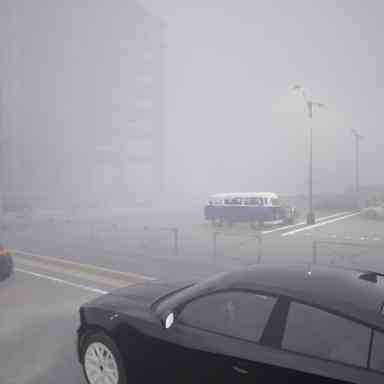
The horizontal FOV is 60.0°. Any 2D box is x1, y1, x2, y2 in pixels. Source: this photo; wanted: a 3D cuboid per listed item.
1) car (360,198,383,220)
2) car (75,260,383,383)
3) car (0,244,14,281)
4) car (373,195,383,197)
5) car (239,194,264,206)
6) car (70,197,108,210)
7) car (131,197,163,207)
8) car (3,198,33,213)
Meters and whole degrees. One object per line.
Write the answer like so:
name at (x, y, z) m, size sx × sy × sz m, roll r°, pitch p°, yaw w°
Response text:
car at (14.728, 1.395, 24.730) m, size 3.806 × 1.475 × 1.970 m, roll 0°, pitch 0°, yaw 36°
car at (0.865, 1.478, 3.378) m, size 5.008 × 1.535 × 1.882 m, roll 0°, pitch 0°, yaw 36°
car at (-6.456, 1.564, 8.588) m, size 4.181 × 1.385 × 1.994 m, roll 0°, pitch 0°, yaw 36°
car at (17.953, 1.153, 29.282) m, size 4.605 × 1.855 × 1.932 m, roll 0°, pitch 0°, yaw 36°
car at (11.436, 1.545, 63.581) m, size 1.895 × 1.301 × 4.718 m, roll 0°, pitch 0°, yaw 35°
car at (-12.906, 1.422, 41.759) m, size 1.882 × 1.535 × 5.008 m, roll 0°, pitch 0°, yaw 35°
car at (-6.741, 1.492, 50.415) m, size 2.033 × 1.411 × 5.357 m, roll 0°, pitch 0°, yaw 36°
car at (-18.750, 1.422, 33.555) m, size 1.882 × 1.535 × 5.008 m, roll 0°, pitch 0°, yaw 36°
